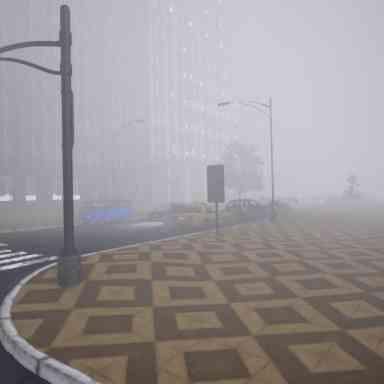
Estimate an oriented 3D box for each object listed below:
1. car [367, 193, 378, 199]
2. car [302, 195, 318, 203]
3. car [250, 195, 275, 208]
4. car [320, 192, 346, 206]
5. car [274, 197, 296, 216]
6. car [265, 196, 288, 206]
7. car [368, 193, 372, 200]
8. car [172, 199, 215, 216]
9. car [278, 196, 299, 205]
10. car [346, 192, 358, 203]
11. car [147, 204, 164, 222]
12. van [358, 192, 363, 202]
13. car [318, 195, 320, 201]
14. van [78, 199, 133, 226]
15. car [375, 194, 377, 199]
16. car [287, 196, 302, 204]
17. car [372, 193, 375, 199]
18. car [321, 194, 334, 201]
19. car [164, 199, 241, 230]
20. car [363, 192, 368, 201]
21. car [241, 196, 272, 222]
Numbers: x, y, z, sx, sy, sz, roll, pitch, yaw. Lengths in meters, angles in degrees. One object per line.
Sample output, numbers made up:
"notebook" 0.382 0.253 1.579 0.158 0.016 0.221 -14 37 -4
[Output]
"car" 45.114 1.003 83.198 2.008 1.369 4.403 -2 -1 35
"car" 22.539 1.231 64.805 1.967 1.590 4.097 -2 -1 35
"car" 9.854 1.326 46.372 1.967 1.590 4.097 -2 -1 35
"car" 19.773 1.158 46.611 1.752 1.417 4.829 -2 -1 35
"car" 7.005 1.319 28.075 1.802 1.307 4.206 -2 -1 35
"car" 13.027 1.406 50.979 1.887 1.381 4.507 -2 -1 35
"car" 35.574 0.831 69.425 2.192 1.841 5.009 -2 -1 35
"car" 0.246 1.491 32.407 1.752 1.417 4.829 -2 -1 35
"car" 16.199 1.388 55.588 2.008 1.369 4.403 -2 -1 35
"car" 26.013 1.026 55.668 1.967 1.590 4.097 -2 -1 35
"car" -1.494 1.490 25.283 1.994 1.385 4.181 -2 -1 35
"van" 29.204 0.903 60.250 1.690 1.788 3.998 -2 -1 35
"car" 25.713 1.313 69.413 1.887 1.381 4.507 -2 -1 35
"van" -6.004 1.362 23.332 1.690 1.788 3.998 -2 -1 35
"car" 42.044 0.998 78.739 1.752 1.417 4.829 -2 -1 35
"car" 13.028 1.350 46.235 2.033 1.411 5.357 -2 -1 35
"car" 38.783 1.059 73.997 1.947 1.339 4.313 -2 -1 35
"car" 32.055 1.270 78.629 1.887 1.381 4.507 -2 -1 35
"car" 0.768 1.317 19.015 1.752 1.417 4.829 -2 -1 35
"car" 32.388 0.979 64.839 1.967 1.590 4.097 -2 -1 35
"car" 3.836 1.205 23.476 1.967 1.590 4.097 -2 -1 35
